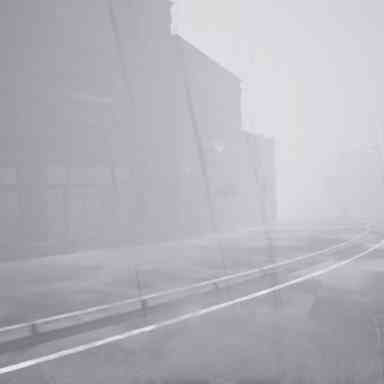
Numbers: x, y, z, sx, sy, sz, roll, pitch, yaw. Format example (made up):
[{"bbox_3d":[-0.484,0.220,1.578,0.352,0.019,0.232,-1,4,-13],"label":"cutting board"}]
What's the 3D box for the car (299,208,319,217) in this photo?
[{"bbox_3d":[20.739,3.664,59.154,1.812,1.442,4.674,-3,-3,-9],"label":"car"}]
